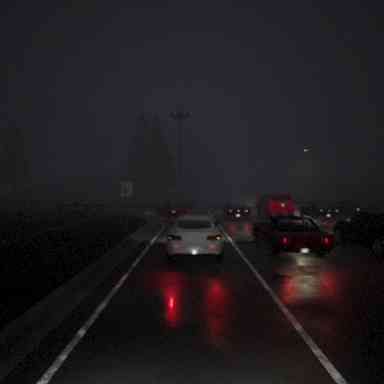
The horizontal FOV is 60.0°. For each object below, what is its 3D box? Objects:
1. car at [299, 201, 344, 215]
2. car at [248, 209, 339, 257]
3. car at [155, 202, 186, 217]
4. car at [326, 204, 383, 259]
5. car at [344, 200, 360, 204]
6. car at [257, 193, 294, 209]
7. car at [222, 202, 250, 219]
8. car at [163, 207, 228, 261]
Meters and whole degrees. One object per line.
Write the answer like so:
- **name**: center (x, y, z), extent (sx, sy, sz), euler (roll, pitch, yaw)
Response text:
- **car**: center (10.583, 1.496, 27.936), extent (1.895, 1.301, 4.718), euler (0, 0, 0)
- **car**: center (3.584, 1.553, 12.747), extent (1.895, 1.301, 4.718), euler (0, 0, 0)
- **car**: center (-1.646, 1.497, 27.675), extent (1.895, 1.301, 4.718), euler (0, 0, -20)
- **car**: center (7.081, 1.431, 12.418), extent (1.882, 1.535, 5.008), euler (0, 1, 0)
- **car**: center (14.088, 1.451, 30.195), extent (1.994, 1.385, 4.181), euler (0, 0, 0)
- **car**: center (7.086, 1.113, 28.605), extent (2.150, 2.045, 5.566), euler (0, 0, 0)
- **car**: center (3.582, 1.496, 27.934), extent (1.895, 1.301, 4.718), euler (0, 0, 0)
- **car**: center (0.078, 1.480, 11.980), extent (1.812, 1.442, 4.674), euler (0, 0, 0)
